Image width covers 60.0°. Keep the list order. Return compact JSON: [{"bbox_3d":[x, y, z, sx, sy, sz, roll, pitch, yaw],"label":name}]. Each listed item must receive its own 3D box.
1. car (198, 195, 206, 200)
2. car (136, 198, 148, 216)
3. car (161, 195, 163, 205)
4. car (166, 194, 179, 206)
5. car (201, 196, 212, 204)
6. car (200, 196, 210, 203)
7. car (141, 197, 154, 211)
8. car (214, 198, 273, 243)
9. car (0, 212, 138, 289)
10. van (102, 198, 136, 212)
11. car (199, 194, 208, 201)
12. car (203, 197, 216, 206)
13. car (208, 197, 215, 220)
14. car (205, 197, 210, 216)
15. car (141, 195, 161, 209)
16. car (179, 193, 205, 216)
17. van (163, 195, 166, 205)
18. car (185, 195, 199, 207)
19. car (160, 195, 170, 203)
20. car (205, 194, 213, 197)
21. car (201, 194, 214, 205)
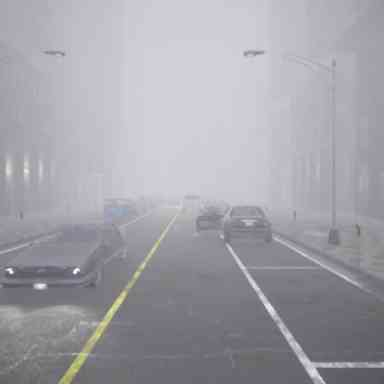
[{"bbox_3d":[2.798,1.557,93.702,1.947,1.339,4.313,0,0,0],"label":"car"},{"bbox_3d":[-5.751,1.560,31.695,1.947,1.339,4.313,0,0,0],"label":"car"},{"bbox_3d":[-5.745,1.537,48.606,1.887,1.381,4.507,0,0,0],"label":"car"},{"bbox_3d":[-2.977,1.528,55.362,1.812,1.442,4.674,0,0,0],"label":"car"},{"bbox_3d":[2.787,1.536,65.521,1.887,1.381,4.507,0,0,0],"label":"car"},{"bbox_3d":[2.790,1.556,71.158,1.947,1.339,4.313,0,0,0],"label":"car"},{"bbox_3d":[-5.749,1.560,37.332,1.947,1.339,4.313,0,0,0],"label":"car"},{"bbox_3d":[2.397,1.349,16.078,2.097,1.767,4.553,0,0,0],"label":"car"},{"bbox_3d":[-3.098,1.545,9.460,2.033,1.411,5.357,0,0,0],"label":"car"},{"bbox_3d":[-5.755,1.336,26.059,1.690,1.788,3.998,0,0,0],"label":"van"},{"bbox_3d":[2.794,1.430,82.429,1.967,1.590,4.097,0,0,0],"label":"car"},{"bbox_3d":[2.783,1.558,54.248,1.947,1.339,4.313,0,0,0],"label":"car"},{"bbox_3d":[2.773,1.520,31.873,1.752,1.417,4.829,0,0,0],"label":"car"},{"bbox_3d":[2.776,1.544,37.339,2.008,1.369,4.403,0,0,0],"label":"car"},{"bbox_3d":[-5.748,1.308,42.968,2.192,1.841,5.009,0,0,0],"label":"car"},{"bbox_3d":[0.054,1.217,37.351,2.150,2.045,5.566,0,0,1],"label":"car"},{"bbox_3d":[-5.743,1.333,54.242,1.690,1.788,3.998,0,0,0],"label":"van"},{"bbox_3d":[0.021,1.344,50.562,2.097,1.767,4.553,0,0,0],"label":"car"},{"bbox_3d":[-5.736,1.431,71.153,1.967,1.590,4.097,0,0,0],"label":"car"},{"bbox_3d":[2.780,1.433,48.612,1.967,1.590,4.097,0,0,0],"label":"car"},{"bbox_3d":[2.784,1.306,59.885,2.192,1.841,5.009,0,0,0],"label":"car"}]
